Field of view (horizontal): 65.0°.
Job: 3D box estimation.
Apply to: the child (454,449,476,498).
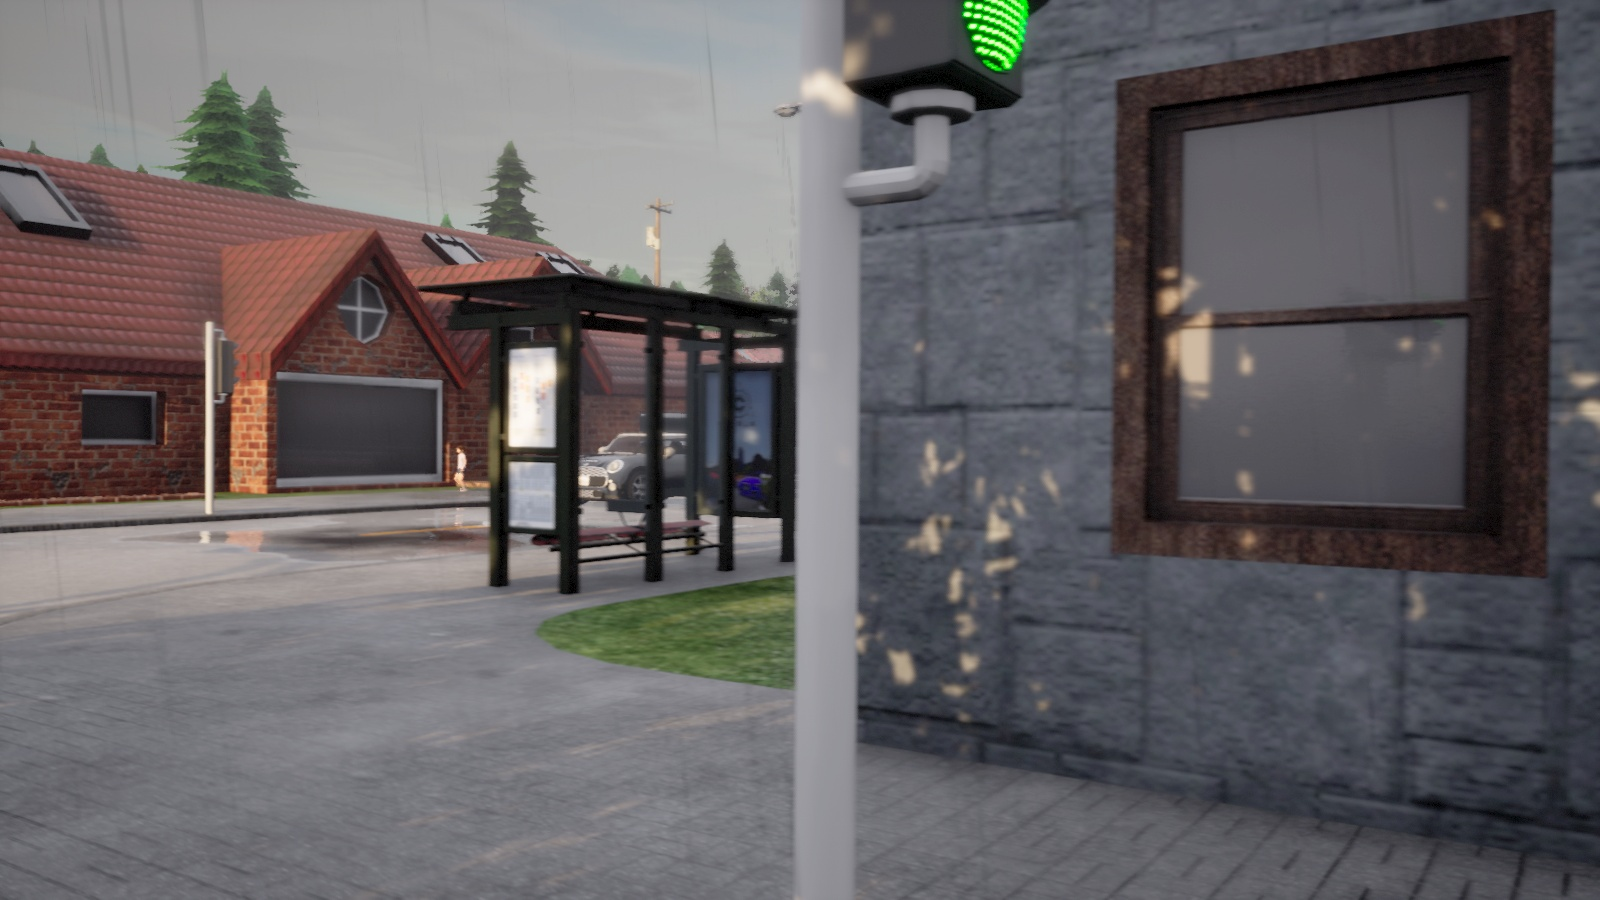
[{"bbox_3d":[-7.645,0.534,28.664,0.394,1.110,0.255,-1,1,-36],"label":"child"}]
